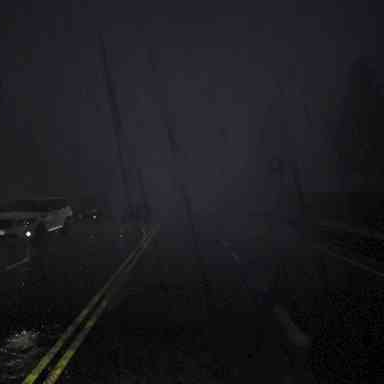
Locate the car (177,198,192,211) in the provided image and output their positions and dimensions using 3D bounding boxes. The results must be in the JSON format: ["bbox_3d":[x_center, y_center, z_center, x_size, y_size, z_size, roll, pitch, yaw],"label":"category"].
[{"bbox_3d":[-0.878,1.469,40.369,2.033,1.411,5.357,0,0,-1],"label":"car"}]

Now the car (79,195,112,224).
[{"bbox_3d":[-7.592,1.264,25.154,2.150,2.045,5.566,0,0,-1],"label":"car"}]

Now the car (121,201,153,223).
[{"bbox_3d":[-4.093,1.485,25.270,1.882,1.535,5.008,0,0,-1],"label":"car"}]

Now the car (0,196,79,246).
[{"bbox_3d":[-7.445,1.229,15.712,2.150,2.045,5.566,0,0,-1],"label":"car"}]

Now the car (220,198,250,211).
[{"bbox_3d":[5.107,1.435,39.266,2.033,1.411,5.357,-1,0,29],"label":"car"}]
